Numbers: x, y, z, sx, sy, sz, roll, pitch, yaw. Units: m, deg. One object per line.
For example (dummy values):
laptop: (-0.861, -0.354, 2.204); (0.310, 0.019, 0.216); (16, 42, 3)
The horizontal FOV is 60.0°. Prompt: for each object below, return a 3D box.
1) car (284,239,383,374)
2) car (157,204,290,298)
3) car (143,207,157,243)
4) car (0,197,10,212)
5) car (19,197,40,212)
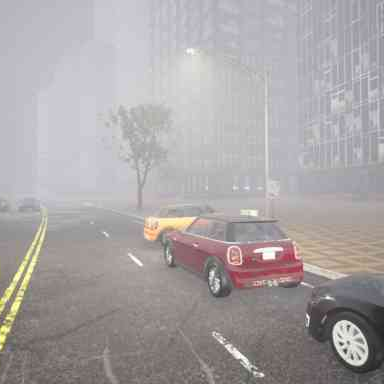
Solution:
car: (3.576, 1.505, 3.493); (1.837, 1.490, 4.892); (0, 0, -36)
car: (0.798, 1.355, 8.934); (2.097, 1.767, 4.553); (0, 0, -23)
car: (0.227, 1.278, 14.573); (4.553, 1.767, 2.097); (-3, 1, -22)
car: (-22.131, 1.389, 37.968); (2.097, 1.767, 4.553); (0, 0, -24)
car: (-19.173, 1.392, 39.315); (2.097, 1.767, 4.553); (0, 0, -24)
